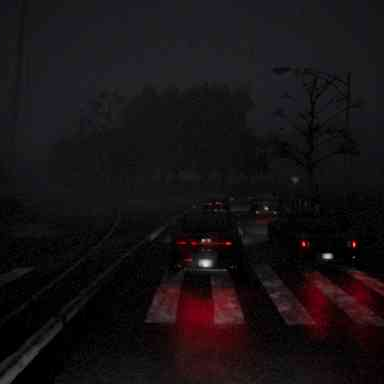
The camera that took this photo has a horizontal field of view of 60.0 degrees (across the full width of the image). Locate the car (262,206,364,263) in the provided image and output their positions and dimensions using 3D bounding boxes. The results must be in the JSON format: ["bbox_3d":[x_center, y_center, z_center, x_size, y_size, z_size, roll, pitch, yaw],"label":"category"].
[{"bbox_3d":[3.743,1.373,11.054,1.895,1.301,4.718,0,1,3],"label":"car"}]

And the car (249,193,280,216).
[{"bbox_3d":[5.180,0.815,24.021,1.882,1.535,5.008,1,3,8],"label":"car"}]

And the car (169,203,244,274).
[{"bbox_3d":[0.435,1.291,9.822,1.837,1.490,4.892,0,1,3],"label":"car"}]

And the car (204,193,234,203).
[{"bbox_3d":[1.866,0.837,23.796,1.837,1.490,4.892,1,3,8],"label":"car"}]
